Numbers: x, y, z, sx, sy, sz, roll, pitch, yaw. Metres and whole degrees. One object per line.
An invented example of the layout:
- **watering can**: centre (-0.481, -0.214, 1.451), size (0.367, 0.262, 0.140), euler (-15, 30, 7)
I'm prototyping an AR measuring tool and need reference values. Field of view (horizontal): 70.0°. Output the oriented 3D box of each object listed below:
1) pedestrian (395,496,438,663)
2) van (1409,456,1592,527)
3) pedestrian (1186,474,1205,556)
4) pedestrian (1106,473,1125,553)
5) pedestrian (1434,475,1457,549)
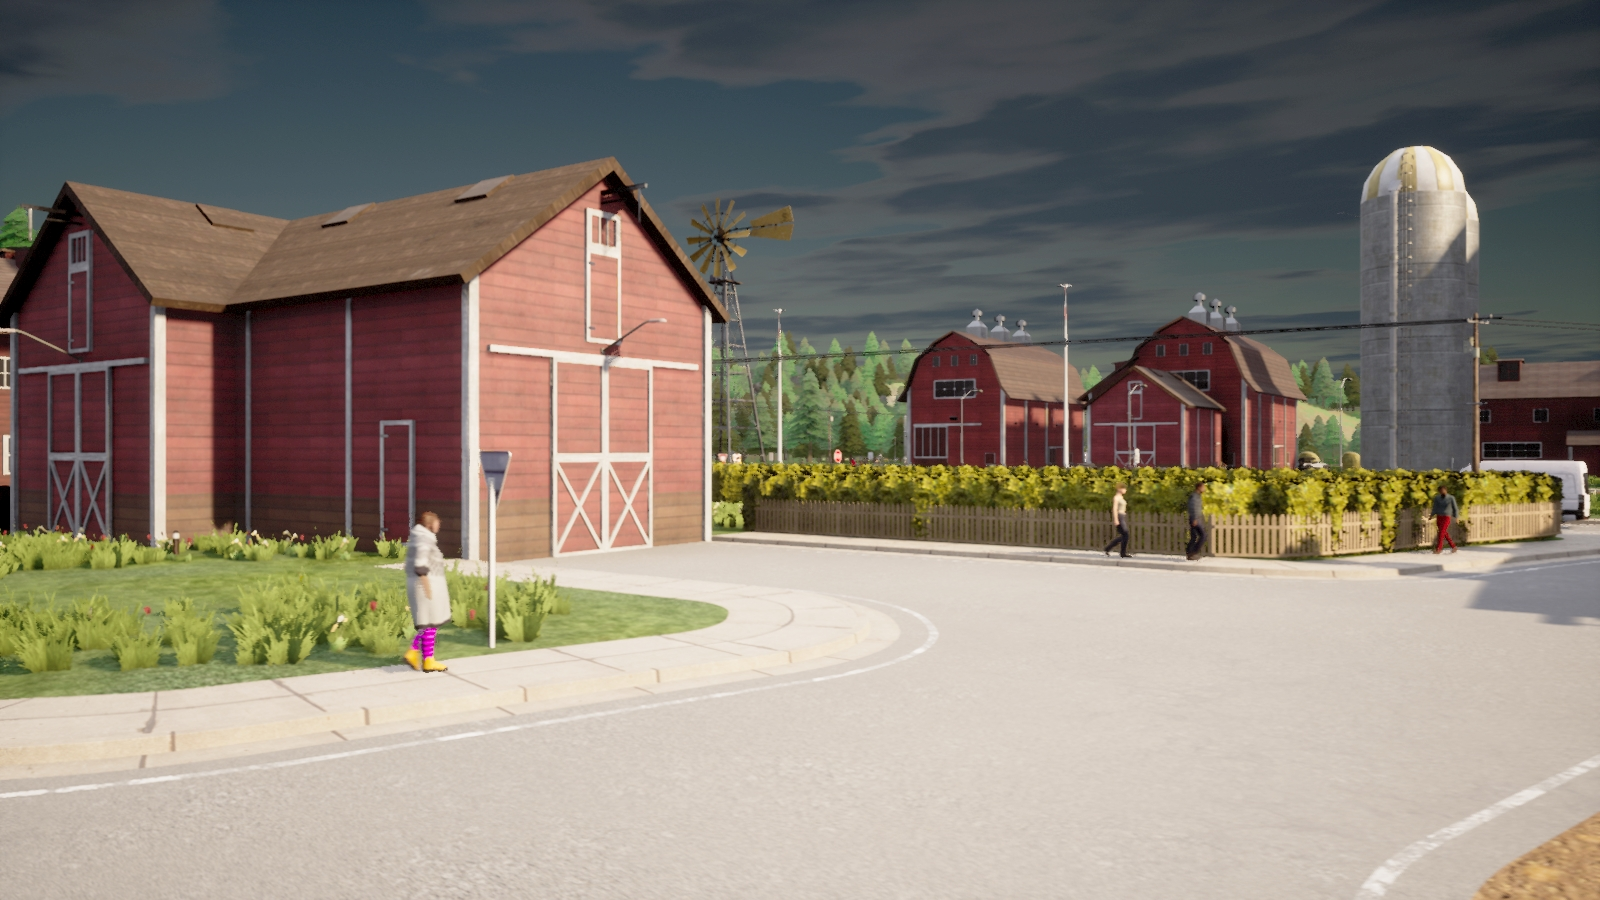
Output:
- **pedestrian**: centre (-4.386, 1.462, 13.061), size (0.375, 1.860, 0.375), euler (0, 0, -34)
- **van**: centre (27.344, 1.549, 44.755), size (5.915, 2.561, 1.988), euler (0, 0, 39)
- **pedestrian**: centre (9.033, 1.473, 26.064), size (0.375, 1.860, 0.375), euler (0, 0, 24)
- **pedestrian**: centre (7.460, 1.472, 27.019), size (0.375, 1.860, 0.375), euler (0, 0, 29)
- **pedestrian**: centre (16.341, 1.563, 28.914), size (0.375, 1.860, 0.375), euler (0, 0, -31)
